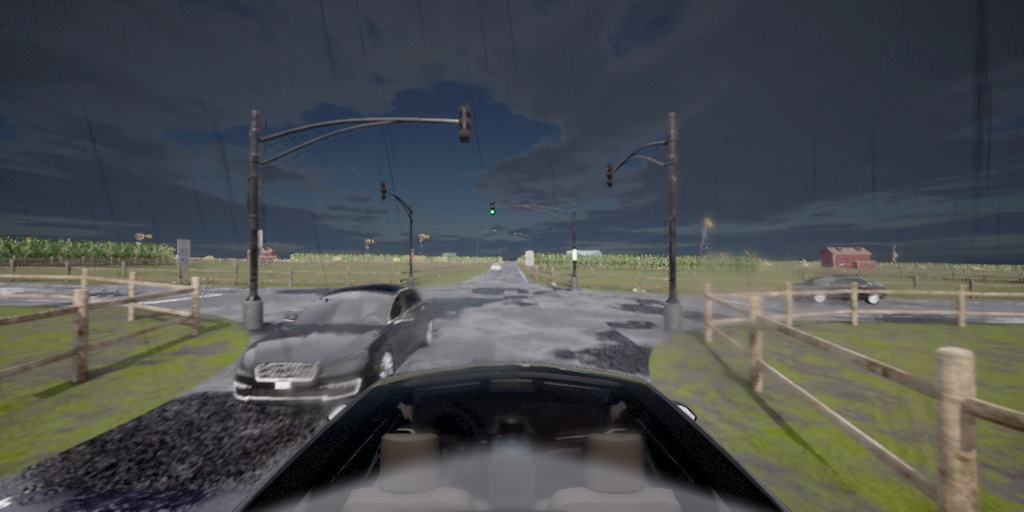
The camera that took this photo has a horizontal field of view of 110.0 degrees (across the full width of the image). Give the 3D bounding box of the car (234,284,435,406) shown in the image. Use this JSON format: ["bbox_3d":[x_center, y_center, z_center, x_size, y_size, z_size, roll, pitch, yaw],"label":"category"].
[{"bbox_3d":[-2.748,1.330,6.737,1.837,1.490,4.892,0,-1,0],"label":"car"}]

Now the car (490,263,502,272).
[{"bbox_3d":[-2.683,1.976,60.476,1.812,1.442,4.674,0,-1,0],"label":"car"}]

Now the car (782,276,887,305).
[{"bbox_3d":[17.834,1.836,19.955,4.892,1.490,1.837,1,-1,0],"label":"car"}]
